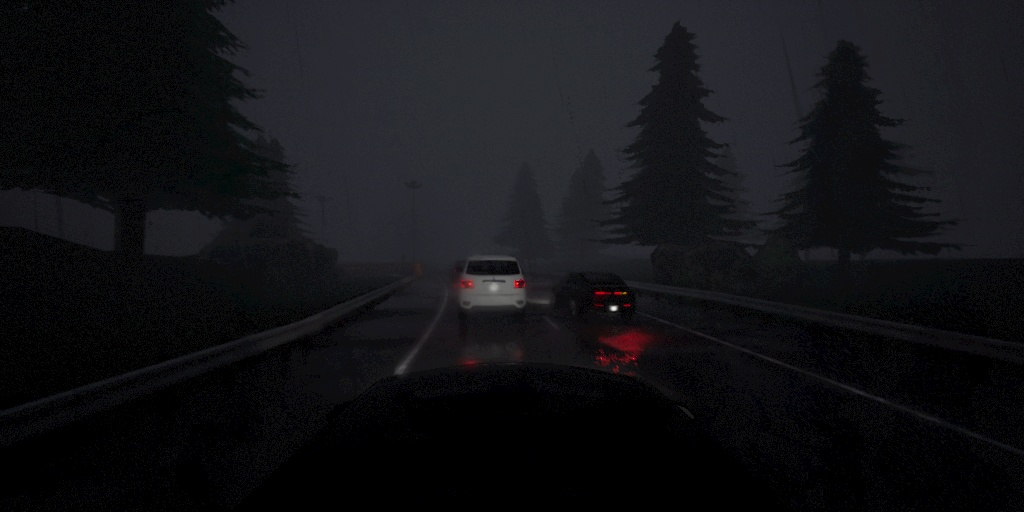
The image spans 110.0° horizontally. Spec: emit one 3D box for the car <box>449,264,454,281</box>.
[{"bbox_3d":[-4.205,1.154,30.646,2.097,1.767,4.553,0,0,-13],"label":"car"}]

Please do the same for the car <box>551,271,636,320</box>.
[{"bbox_3d":[2.692,1.275,12.812,1.837,1.490,4.892,0,0,-6],"label":"car"}]

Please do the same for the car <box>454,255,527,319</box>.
[{"bbox_3d":[-0.843,0.993,13.180,2.150,2.045,5.566,0,0,-7],"label":"car"}]
